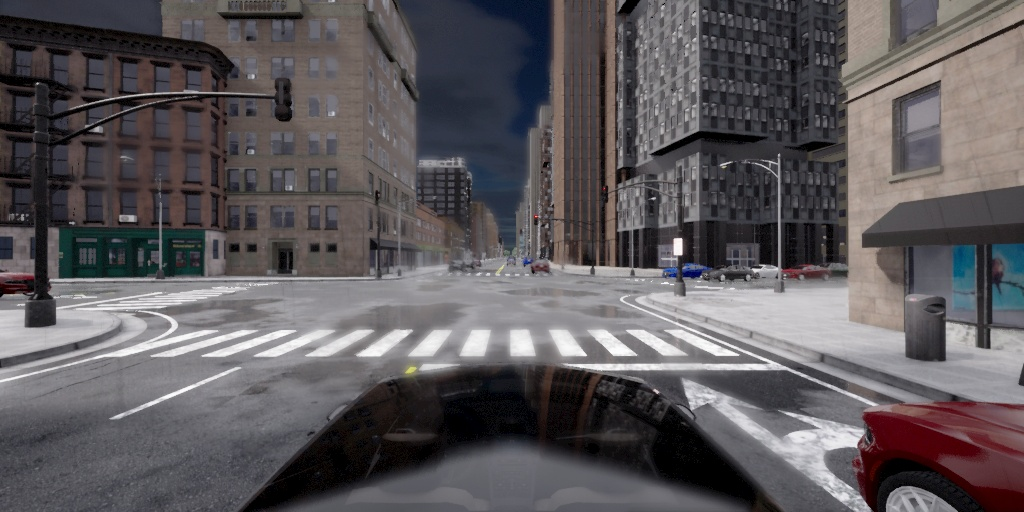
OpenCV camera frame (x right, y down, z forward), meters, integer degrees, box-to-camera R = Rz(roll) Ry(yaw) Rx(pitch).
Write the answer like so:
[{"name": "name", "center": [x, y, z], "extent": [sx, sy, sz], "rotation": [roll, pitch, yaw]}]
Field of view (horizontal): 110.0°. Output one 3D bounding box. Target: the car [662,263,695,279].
[{"name": "car", "center": [17.014, 1.486, 34.826], "extent": [5.008, 1.535, 1.882], "rotation": [1, 0, -16]}]

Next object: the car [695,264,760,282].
[{"name": "car", "center": [19.267, 1.514, 32.084], "extent": [4.892, 1.490, 1.837], "rotation": [1, 0, -17]}]

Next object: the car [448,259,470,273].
[{"name": "car", "center": [-6.655, 1.265, 44.174], "extent": [1.837, 1.490, 4.892], "rotation": [0, 0, -1]}]

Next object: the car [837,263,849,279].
[{"name": "car", "center": [35.003, 1.570, 39.685], "extent": [4.553, 1.767, 2.097], "rotation": [1, 0, -13]}]

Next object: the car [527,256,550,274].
[{"name": "car", "center": [3.268, 1.108, 42.270], "extent": [2.097, 1.767, 4.553], "rotation": [0, 0, 0]}]

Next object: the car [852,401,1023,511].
[{"name": "car", "center": [3.353, 1.227, 0.450], "extent": [1.882, 1.535, 5.008], "rotation": [0, 0, 0]}]

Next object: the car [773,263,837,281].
[{"name": "car", "center": [28.317, 1.593, 34.659], "extent": [5.008, 1.535, 1.882], "rotation": [1, 0, -15]}]

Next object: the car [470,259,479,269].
[{"name": "car", "center": [-6.663, 1.266, 55.292], "extent": [1.837, 1.490, 4.892], "rotation": [0, 0, 0]}]

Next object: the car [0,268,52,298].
[{"name": "car", "center": [-22.335, 0.962, 14.471], "extent": [5.008, 1.535, 1.882], "rotation": [1, 0, -17]}]

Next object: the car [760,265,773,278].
[{"name": "car", "center": [25.995, 1.639, 37.400], "extent": [4.674, 1.442, 1.812], "rotation": [1, 0, -15]}]
